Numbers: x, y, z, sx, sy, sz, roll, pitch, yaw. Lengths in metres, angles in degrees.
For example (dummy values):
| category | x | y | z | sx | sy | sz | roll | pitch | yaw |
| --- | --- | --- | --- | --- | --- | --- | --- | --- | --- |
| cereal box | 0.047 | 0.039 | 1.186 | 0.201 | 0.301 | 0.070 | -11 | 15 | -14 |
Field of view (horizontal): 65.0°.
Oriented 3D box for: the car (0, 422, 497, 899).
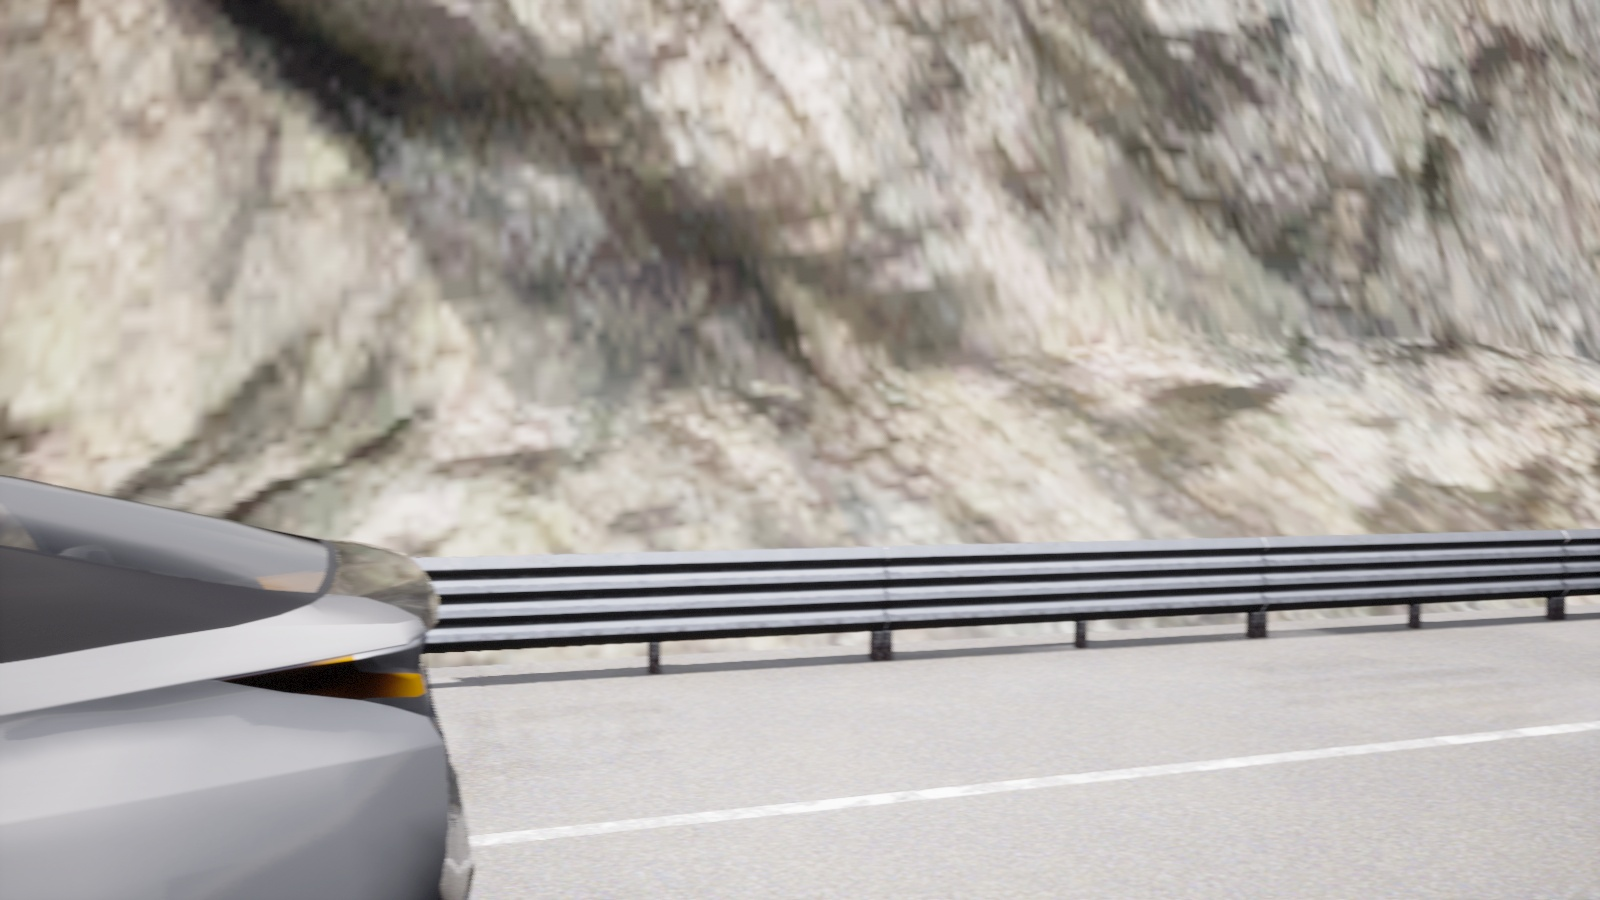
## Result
| category | x | y | z | sx | sy | sz | roll | pitch | yaw |
| --- | --- | --- | --- | --- | --- | --- | --- | --- | --- |
| car | -2.944 | 0.742 | 2.120 | 4.514 | 1.525 | 2.007 | -1 | 1 | -21 |
